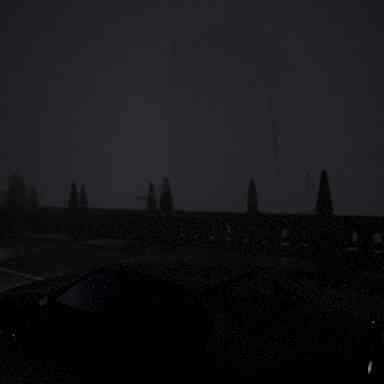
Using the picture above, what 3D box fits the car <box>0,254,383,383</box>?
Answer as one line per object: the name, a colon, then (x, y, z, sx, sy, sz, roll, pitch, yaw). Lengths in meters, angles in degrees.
car: (-0.497, 1.575, 4.349, 5.357, 1.411, 2.033, -1, 0, 36)
